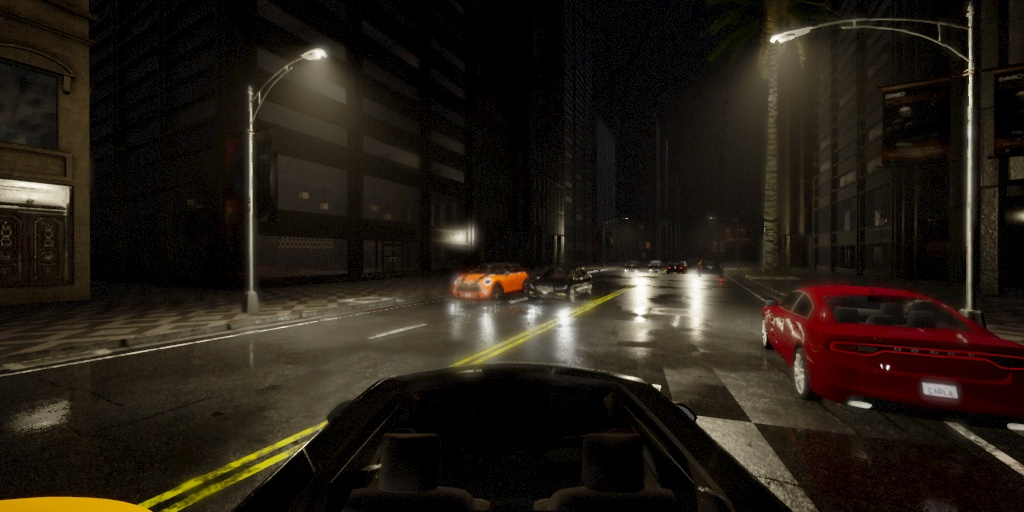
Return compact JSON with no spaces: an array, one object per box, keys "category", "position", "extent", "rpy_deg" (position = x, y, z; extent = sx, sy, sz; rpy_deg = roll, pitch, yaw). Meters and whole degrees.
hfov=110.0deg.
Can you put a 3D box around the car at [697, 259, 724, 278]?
[{"category":"car","position":[19.305,1.118,34.939],"extent":[2.097,1.767,4.553],"rpy_deg":[0,0,27]}]

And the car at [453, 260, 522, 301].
[{"category":"car","position":[-0.883,1.104,17.442],"extent":[2.097,1.767,4.553],"rpy_deg":[0,0,27]}]

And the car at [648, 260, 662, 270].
[{"category":"car","position":[21.810,1.332,54.364],"extent":[2.033,1.411,5.357],"rpy_deg":[0,0,27]}]

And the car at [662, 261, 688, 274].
[{"category":"car","position":[18.667,1.317,40.762],"extent":[2.033,1.411,5.357],"rpy_deg":[0,0,27]}]

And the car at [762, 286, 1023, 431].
[{"category":"car","position":[5.516,1.228,5.869],"extent":[1.882,1.535,5.008],"rpy_deg":[0,0,27]}]

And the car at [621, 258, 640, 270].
[{"category":"car","position":[18.559,1.308,55.152],"extent":[1.812,1.442,4.674],"rpy_deg":[0,0,27]}]

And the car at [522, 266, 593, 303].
[{"category":"car","position":[2.456,1.257,16.827],"extent":[1.837,1.490,4.892],"rpy_deg":[0,0,27]}]
